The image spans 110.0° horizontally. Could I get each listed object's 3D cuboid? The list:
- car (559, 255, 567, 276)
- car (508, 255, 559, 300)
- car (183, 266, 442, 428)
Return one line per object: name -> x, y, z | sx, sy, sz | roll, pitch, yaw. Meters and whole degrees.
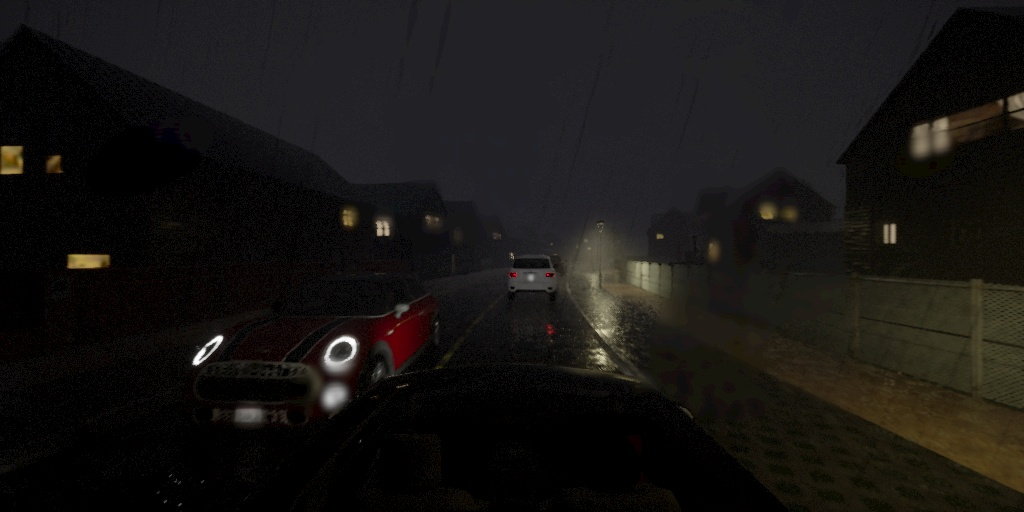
car -> 4.363, 0.947, 36.633 | 2.150, 2.045, 5.566 | 0, 0, 13
car -> 1.089, 0.966, 17.729 | 2.150, 2.045, 5.566 | 0, 0, 6
car -> -2.661, 1.090, 6.007 | 2.097, 1.767, 4.553 | 0, 0, 2
